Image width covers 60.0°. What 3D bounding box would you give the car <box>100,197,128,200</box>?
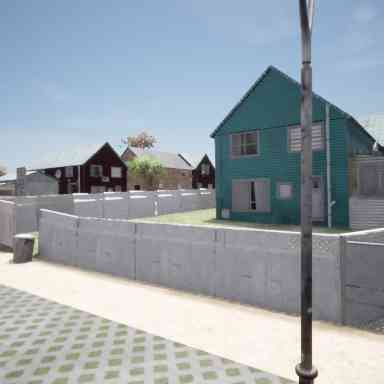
[{"bbox_3d":[-6.861,0.947,29.636,1.837,1.490,4.892,-1,1,35],"label":"car"}]

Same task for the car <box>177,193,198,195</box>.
[{"bbox_3d":[-0.992,0.522,37.940,2.097,1.767,4.553,-1,1,36],"label":"car"}]

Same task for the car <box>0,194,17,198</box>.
[{"bbox_3d":[-12.737,1.067,21.437,2.097,1.767,4.553,-1,1,37],"label":"car"}]
